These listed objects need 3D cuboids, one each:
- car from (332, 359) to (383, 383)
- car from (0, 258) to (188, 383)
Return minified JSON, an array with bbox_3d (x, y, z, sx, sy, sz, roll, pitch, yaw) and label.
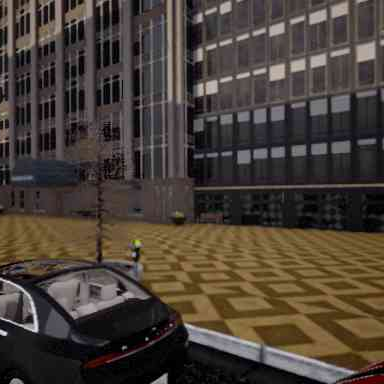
[{"bbox_3d":[2.396,1.432,1.162,4.097,1.590,1.967,0,0,36],"label":"car"},{"bbox_3d":[-2.093,1.576,4.380,4.403,1.369,2.008,0,0,36],"label":"car"}]
